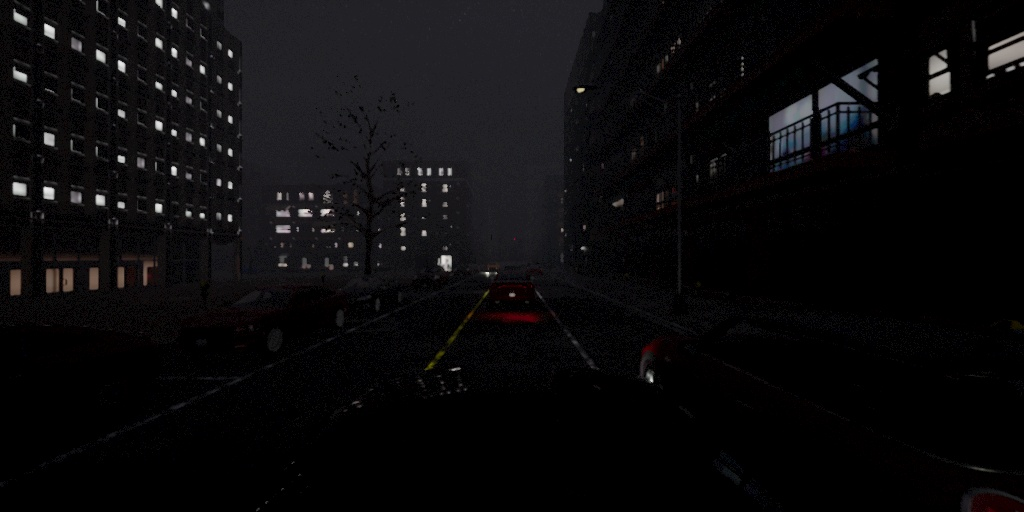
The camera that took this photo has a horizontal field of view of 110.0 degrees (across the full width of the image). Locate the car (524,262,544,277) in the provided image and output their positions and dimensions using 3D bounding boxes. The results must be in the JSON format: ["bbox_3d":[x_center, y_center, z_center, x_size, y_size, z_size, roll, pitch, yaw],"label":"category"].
[{"bbox_3d":[2.714,1.686,41.977,1.888,1.381,4.507,0,0,0],"label":"car"}]

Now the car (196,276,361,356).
[{"bbox_3d":[-5.687,1.362,8.820,1.888,1.381,4.507,0,0,0],"label":"car"}]

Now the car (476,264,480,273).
[{"bbox_3d":[-5.661,1.834,53.038,1.802,1.307,4.207,0,0,0],"label":"car"}]

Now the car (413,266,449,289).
[{"bbox_3d":[-5.677,1.416,25.402,1.967,1.591,4.097,0,0,0],"label":"car"}]

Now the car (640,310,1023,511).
[{"bbox_3d":[2.690,1.204,3.287,1.967,1.591,4.097,0,0,0],"label":"car"}]

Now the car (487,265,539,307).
[{"bbox_3d":[0.015,1.367,16.322,1.882,1.535,5.008,0,0,0],"label":"car"}]

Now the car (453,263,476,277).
[{"bbox_3d":[-5.667,1.580,41.983,1.967,1.591,4.097,0,0,0],"label":"car"}]

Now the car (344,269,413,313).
[{"bbox_3d":[-5.684,1.420,14.347,2.007,1.370,4.403,0,0,0],"label":"car"}]

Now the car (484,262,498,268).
[{"bbox_3d":[-2.971,1.773,57.108,1.882,1.535,5.008,0,-1,0],"label":"car"}]

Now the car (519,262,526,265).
[{"bbox_3d":[0.021,1.541,31.130,1.837,1.490,4.892,0,0,0],"label":"car"}]

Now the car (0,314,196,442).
[{"bbox_3d":[-5.691,1.346,3.293,1.802,1.307,4.207,0,0,0],"label":"car"}]
